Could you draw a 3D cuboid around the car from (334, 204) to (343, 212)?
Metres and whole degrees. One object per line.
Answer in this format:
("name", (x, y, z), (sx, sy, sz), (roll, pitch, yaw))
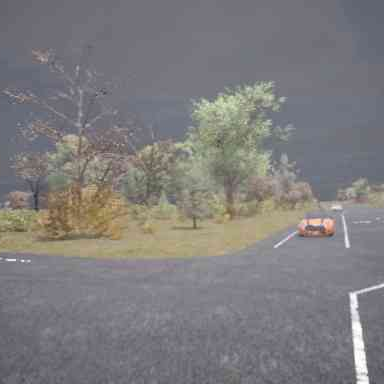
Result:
("car", (27.970, 3.094, 64.429), (1.812, 1.442, 4.674), (-4, -3, 30))

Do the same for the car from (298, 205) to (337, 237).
("car", (8.569, 2.055, 22.840), (2.097, 1.767, 4.553), (-4, -3, 24))
